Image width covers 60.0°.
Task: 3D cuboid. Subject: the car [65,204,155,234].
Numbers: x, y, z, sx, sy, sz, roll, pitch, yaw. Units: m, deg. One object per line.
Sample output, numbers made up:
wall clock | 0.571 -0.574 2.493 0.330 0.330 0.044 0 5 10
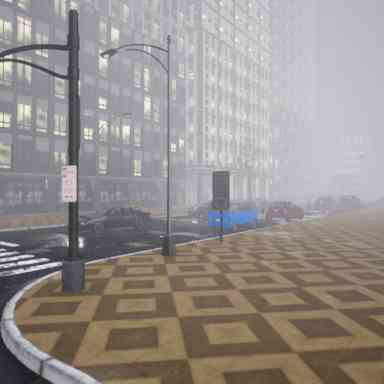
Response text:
car | -4.723 1.562 19.806 2.033 1.411 5.357 0 0 38

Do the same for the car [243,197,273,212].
car | 8.101 1.469 40.519 1.967 1.590 4.097 0 0 38

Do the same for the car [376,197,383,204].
car | 38.092 1.657 66.582 1.947 1.339 4.313 0 0 38

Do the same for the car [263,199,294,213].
car | 10.252 1.596 39.232 1.994 1.385 4.181 0 0 38

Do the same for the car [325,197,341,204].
car | 28.455 1.623 66.978 2.008 1.369 4.403 0 0 38

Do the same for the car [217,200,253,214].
car | 4.708 1.569 36.110 1.887 1.381 4.507 0 0 38

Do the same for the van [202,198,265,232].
van | 2.601 1.367 20.264 1.690 1.788 3.998 0 0 38

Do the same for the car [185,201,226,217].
car | 1.316 1.602 31.700 1.802 1.307 4.206 0 0 38

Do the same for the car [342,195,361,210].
car | 21.131 1.367 44.534 2.192 1.841 5.009 0 0 38

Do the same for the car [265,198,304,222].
car | 7.561 1.471 26.894 1.967 1.590 4.097 0 0 38

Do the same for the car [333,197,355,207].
car | 23.991 1.551 52.291 2.128 1.511 4.902 0 0 37

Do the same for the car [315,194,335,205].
car | 25.063 1.379 62.569 2.192 1.841 5.009 0 0 38

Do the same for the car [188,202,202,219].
car | 2.123 1.374 28.697 2.097 1.767 4.553 0 0 38

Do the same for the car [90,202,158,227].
car | -4.790 1.538 23.975 1.752 1.417 4.829 0 0 38

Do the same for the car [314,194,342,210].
car | 17.940 1.399 44.430 2.097 1.767 4.553 0 0 38
